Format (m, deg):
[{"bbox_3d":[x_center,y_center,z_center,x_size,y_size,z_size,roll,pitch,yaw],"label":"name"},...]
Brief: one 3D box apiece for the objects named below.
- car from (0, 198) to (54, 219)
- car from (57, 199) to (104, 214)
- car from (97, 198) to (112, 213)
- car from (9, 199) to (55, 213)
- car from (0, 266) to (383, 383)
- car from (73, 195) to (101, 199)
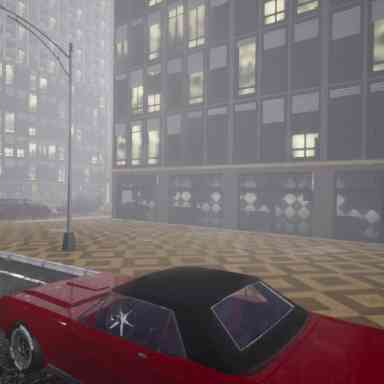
[{"bbox_3d":[-15.737,1.517,30.754,2.192,1.841,5.009,1,0,37],"label":"car"},{"bbox_3d":[-13.070,1.830,38.688,1.895,1.301,4.718,1,0,37],"label":"car"},{"bbox_3d":[-8.916,1.827,39.949,1.752,1.417,4.829,1,0,37],"label":"car"},{"bbox_3d":[-19.211,1.639,40.138,1.752,1.417,4.829,1,0,37],"label":"car"},{"bbox_3d":[-0.333,1.600,3.927,4.718,1.301,1.895,0,0,36],"label":"car"},{"bbox_3d":[-14.052,1.423,42.717,2.150,2.045,5.566,1,0,37],"label":"car"}]
